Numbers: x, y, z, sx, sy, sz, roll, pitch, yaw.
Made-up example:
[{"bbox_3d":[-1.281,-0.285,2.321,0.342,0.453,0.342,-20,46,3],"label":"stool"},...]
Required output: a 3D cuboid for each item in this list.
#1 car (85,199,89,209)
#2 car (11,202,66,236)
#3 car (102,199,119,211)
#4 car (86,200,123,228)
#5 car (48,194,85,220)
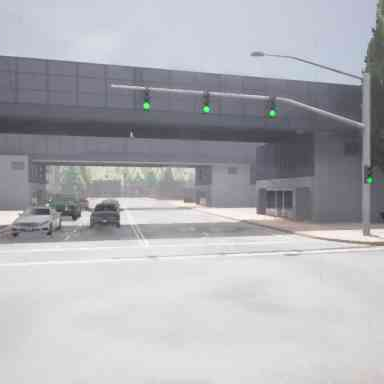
[{"bbox_3d":[-13.389,1.525,40.158,1.812,1.442,4.674,0,0,-13],"label":"car"},{"bbox_3d":[-8.491,1.526,18.515,1.812,1.442,4.674,0,0,-13],"label":"car"},{"bbox_3d":[-10.218,1.564,42.015,1.994,1.385,4.181,0,0,-13],"label":"car"},{"bbox_3d":[-5.748,1.505,22.272,1.837,1.490,4.892,0,0,-13],"label":"car"},{"bbox_3d":[-10.635,1.221,27.964,2.150,2.045,5.566,0,0,-13],"label":"car"}]
